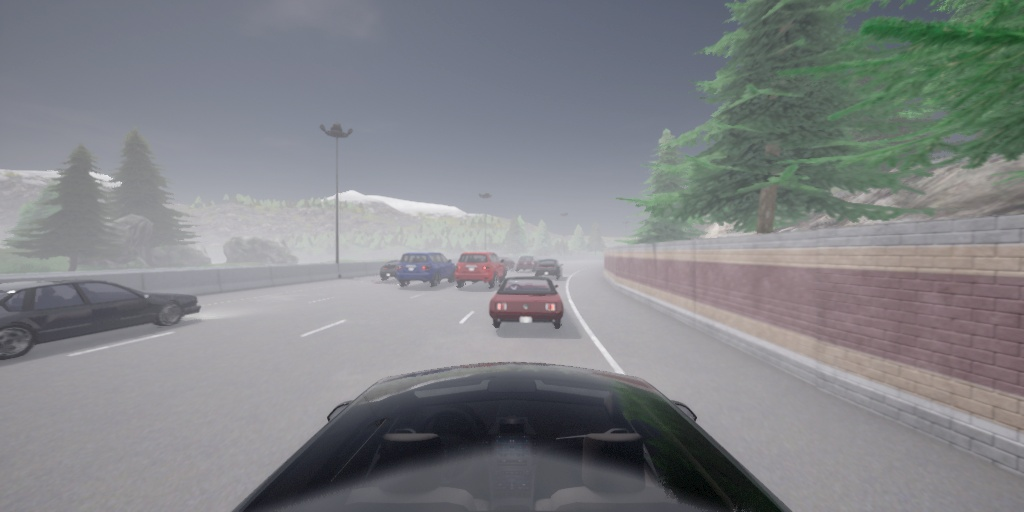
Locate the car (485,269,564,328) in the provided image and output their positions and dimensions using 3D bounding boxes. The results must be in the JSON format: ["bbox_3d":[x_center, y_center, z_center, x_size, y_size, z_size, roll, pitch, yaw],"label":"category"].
[{"bbox_3d":[0.501,1.262,11.061,1.895,1.301,4.718,0,1,4],"label":"car"}]

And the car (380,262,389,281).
[{"bbox_3d":[-8.024,1.015,26.880,1.837,1.490,4.892,0,1,10],"label":"car"}]

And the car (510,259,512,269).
[{"bbox_3d":[-1.050,0.854,41.025,1.882,1.535,5.008,0,1,16],"label":"car"}]

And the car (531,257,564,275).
[{"bbox_3d":[3.016,0.998,28.691,1.837,1.490,4.892,0,1,12],"label":"car"}]

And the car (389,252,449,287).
[{"bbox_3d":[-5.202,0.776,22.511,2.150,2.045,5.566,0,1,8],"label":"car"}]

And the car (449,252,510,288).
[{"bbox_3d":[-1.791,0.780,21.881,2.150,2.045,5.566,0,1,8],"label":"car"}]

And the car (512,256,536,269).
[{"bbox_3d":[1.930,0.750,38.707,2.097,1.767,4.553,0,1,16],"label":"car"}]

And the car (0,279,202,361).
[{"bbox_3d":[-10.196,1.237,8.084,2.033,1.411,5.357,0,1,3],"label":"car"}]
